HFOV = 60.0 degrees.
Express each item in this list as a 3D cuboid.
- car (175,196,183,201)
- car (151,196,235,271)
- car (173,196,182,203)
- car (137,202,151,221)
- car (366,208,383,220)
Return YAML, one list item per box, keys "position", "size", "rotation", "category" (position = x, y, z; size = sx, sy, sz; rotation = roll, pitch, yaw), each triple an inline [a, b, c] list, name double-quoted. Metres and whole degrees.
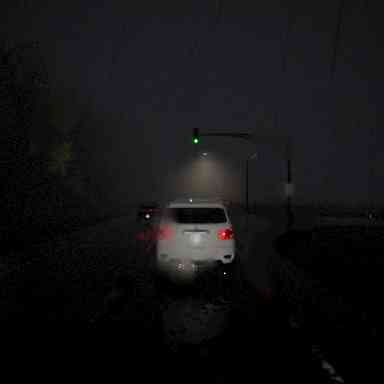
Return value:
- position: [-3.510, 1.789, 91.551]
  size: [1.994, 1.385, 4.181]
  rotation: [0, 0, 0]
  category: "car"
- position: [0.111, 1.254, 11.102]
  size: [2.150, 2.045, 5.566]
  rotation: [0, 0, 0]
  category: "car"
- position: [-3.507, 1.736, 81.106]
  size: [2.128, 1.511, 4.902]
  rotation: [0, 0, 0]
  category: "car"
- position: [-3.403, 1.586, 27.986]
  size: [1.837, 1.490, 4.892]
  rotation: [0, 0, 0]
  category: "car"
- position: [19.289, 1.897, 31.023]
  size: [5.357, 1.411, 2.033]
  rotation: [1, -1, 0]
  category: "car"
